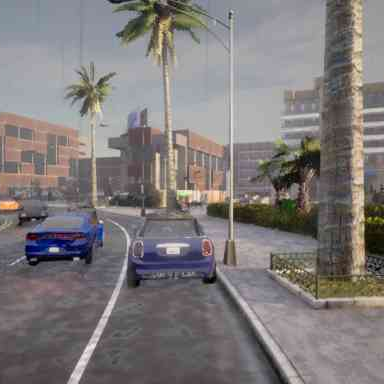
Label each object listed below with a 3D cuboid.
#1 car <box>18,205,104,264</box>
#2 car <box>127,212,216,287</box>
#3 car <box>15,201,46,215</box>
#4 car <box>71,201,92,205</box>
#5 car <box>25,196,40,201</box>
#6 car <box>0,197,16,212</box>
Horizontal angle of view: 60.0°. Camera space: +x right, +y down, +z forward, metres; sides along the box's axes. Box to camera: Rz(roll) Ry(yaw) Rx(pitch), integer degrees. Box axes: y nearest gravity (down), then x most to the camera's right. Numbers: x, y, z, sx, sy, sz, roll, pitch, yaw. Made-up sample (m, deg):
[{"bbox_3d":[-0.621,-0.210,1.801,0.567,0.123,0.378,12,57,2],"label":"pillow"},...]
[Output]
[{"bbox_3d":[-4.299,1.475,11.905,1.882,1.535,5.008,0,0,-9],"label":"car"},{"bbox_3d":[-0.703,1.352,9.627,2.097,1.767,4.553,0,0,-7],"label":"car"},{"bbox_3d":[-11.728,1.592,24.633,1.895,1.301,4.718,0,0,-25],"label":"car"},{"bbox_3d":[-8.963,1.485,26.794,2.128,1.511,4.902,0,0,-26],"label":"car"},{"bbox_3d":[-19.440,1.549,40.424,4.181,1.385,1.994,0,0,43],"label":"car"},{"bbox_3d":[-21.590,1.336,37.694,4.553,1.767,2.097,0,0,43],"label":"car"}]
